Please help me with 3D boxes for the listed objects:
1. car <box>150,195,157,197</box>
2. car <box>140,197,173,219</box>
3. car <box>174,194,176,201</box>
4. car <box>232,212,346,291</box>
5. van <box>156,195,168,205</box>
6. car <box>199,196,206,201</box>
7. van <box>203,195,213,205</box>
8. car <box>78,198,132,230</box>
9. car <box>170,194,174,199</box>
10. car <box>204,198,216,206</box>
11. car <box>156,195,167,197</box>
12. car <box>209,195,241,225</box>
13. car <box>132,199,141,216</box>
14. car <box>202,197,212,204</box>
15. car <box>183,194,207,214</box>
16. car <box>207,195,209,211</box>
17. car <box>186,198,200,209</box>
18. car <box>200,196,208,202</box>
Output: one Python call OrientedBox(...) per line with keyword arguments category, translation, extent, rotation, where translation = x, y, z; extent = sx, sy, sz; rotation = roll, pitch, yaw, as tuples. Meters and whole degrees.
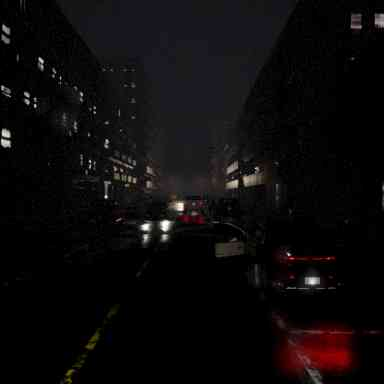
OrientedBox(category="car", translation=(-5.548, 1.480, 38.451), extent=(1.967, 1.590, 4.097), rotation=(0, 0, 0))
OrientedBox(category="car", translation=(-2.997, 1.503, 29.145), extent=(1.882, 1.535, 5.008), rotation=(0, 0, 0))
OrientedBox(category="car", translation=(-5.407, 1.724, 78.280), extent=(1.802, 1.307, 4.206), rotation=(0, 0, 0))
OrientedBox(category="car", translation=(2.386, 1.508, 8.989), extent=(1.837, 1.490, 4.892), rotation=(0, 0, 0))
OrientedBox(category="van", translation=(-5.466, 1.430, 61.209), extent=(1.690, 1.788, 3.998), rotation=(0, 0, 0))
OrientedBox(category="car", translation=(3.034, 1.786, 95.318), extent=(1.802, 1.307, 4.206), rotation=(0, 0, 0))
OrientedBox(category="van", translation=(2.914, 1.430, 61.177), extent=(1.690, 1.788, 3.998), rotation=(0, 0, 0))
OrientedBox(category="car", translation=(-5.609, 1.330, 21.379), extent=(2.192, 1.841, 5.009), rotation=(0, 0, 0))
OrientedBox(category="car", translation=(-5.428, 1.648, 72.419), extent=(1.752, 1.417, 4.829), rotation=(0, 0, 0))
OrientedBox(category="car", translation=(2.892, 1.656, 55.488), extent=(1.802, 1.307, 4.206), rotation=(0, 0, 0))
OrientedBox(category="car", translation=(-5.507, 1.376, 49.830), extent=(2.192, 1.841, 5.009), rotation=(0, 0, 0))
OrientedBox(category="car", translation=(2.792, 1.338, 27.038), extent=(2.192, 1.841, 5.009), rotation=(0, 0, 0))
OrientedBox(category="car", translation=(-5.569, 1.582, 32.760), extent=(2.008, 1.369, 4.403), rotation=(0, 0, 0))
OrientedBox(category="car", translation=(2.932, 1.650, 66.867), extent=(1.887, 1.381, 4.507), rotation=(0, 0, 0))
OrientedBox(category="car", translation=(0.197, 1.258, 35.980), extent=(2.150, 2.045, 5.566), rotation=(0, 0, 1))
OrientedBox(category="car", translation=(2.832, 1.480, 38.418), extent=(1.967, 1.590, 4.097), rotation=(0, 0, 0))
OrientedBox(category="car", translation=(0.202, 1.559, 46.238), extent=(1.837, 1.490, 4.892), rotation=(0, 0, 1))
OrientedBox(category="car", translation=(2.993, 1.745, 83.937), extent=(1.802, 1.307, 4.206), rotation=(0, 0, 0))
